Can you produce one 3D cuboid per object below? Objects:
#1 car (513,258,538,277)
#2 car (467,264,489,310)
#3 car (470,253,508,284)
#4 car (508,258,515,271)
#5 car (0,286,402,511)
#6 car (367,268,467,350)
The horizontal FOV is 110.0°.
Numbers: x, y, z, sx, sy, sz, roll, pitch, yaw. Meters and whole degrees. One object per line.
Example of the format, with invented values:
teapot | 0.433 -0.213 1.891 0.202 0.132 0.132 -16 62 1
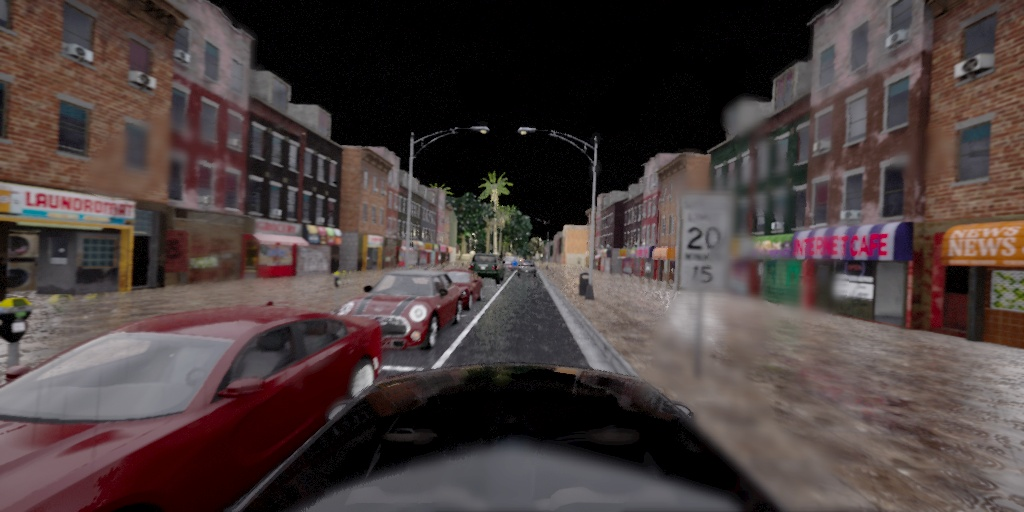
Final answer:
car | 1.510 1.252 36.139 2.128 1.511 4.902 2 0 3
car | -2.225 1.180 14.060 1.888 1.381 4.507 0 0 3
car | -1.755 0.859 25.896 2.150 2.045 5.566 2 0 3
car | -0.735 1.244 46.808 1.802 1.307 4.207 0 0 3
car | -2.719 1.177 3.143 1.888 1.381 4.507 0 0 3
car | -2.473 1.073 8.601 1.967 1.591 4.097 0 0 3
